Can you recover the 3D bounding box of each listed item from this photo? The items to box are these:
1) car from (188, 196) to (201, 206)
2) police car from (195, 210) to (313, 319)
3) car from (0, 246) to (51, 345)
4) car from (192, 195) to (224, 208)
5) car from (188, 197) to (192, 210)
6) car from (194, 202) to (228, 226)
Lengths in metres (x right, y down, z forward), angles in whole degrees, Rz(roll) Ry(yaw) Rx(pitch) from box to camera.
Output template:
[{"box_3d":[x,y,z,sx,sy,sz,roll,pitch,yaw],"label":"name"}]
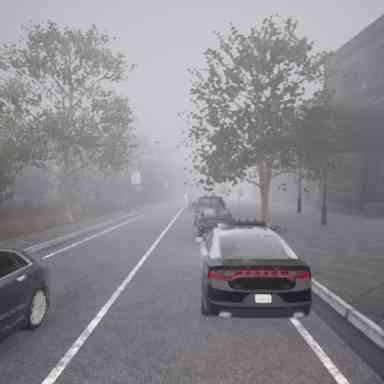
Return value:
[{"box_3d":[0.490,1.543,57.929,2.097,1.767,4.553,0,0,1],"label":"car"},{"box_3d":[1.123,1.450,7.717,1.930,1.638,5.238,0,0,0],"label":"police car"},{"box_3d":[-3.456,1.523,4.131,1.837,1.490,4.892,0,0,0],"label":"car"},{"box_3d":[1.253,1.301,23.708,2.150,2.045,5.566,0,0,0],"label":"car"},{"box_3d":[0.468,1.751,45.675,1.895,1.301,4.718,0,0,1],"label":"car"},{"box_3d":[1.204,1.536,17.655,1.882,1.535,5.008,0,0,0],"label":"car"}]
